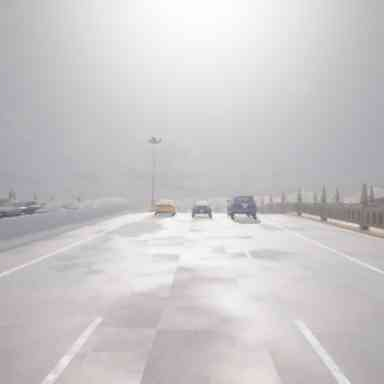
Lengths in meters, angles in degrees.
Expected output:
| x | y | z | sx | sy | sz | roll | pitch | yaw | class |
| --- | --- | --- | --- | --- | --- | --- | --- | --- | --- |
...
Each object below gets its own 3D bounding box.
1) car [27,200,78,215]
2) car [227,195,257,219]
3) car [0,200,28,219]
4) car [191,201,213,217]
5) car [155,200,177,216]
| x | y | z | sx | sy | sz | roll | pitch | yaw | class |
| --- | --- | --- | --- | --- | --- | --- | --- | --- | --- |
| -9.950 | 1.436 | 24.698 | 1.812 | 1.442 | 4.674 | 1 | 0 | 2 | car |
| 4.387 | 1.293 | 29.800 | 2.150 | 2.045 | 5.566 | 1 | 0 | 2 | car |
| -13.412 | 1.378 | 26.009 | 1.837 | 1.490 | 4.892 | 1 | 0 | 2 | car |
| 0.947 | 1.591 | 32.154 | 1.812 | 1.442 | 4.674 | 1 | -1 | 2 | car |
| -2.529 | 1.525 | 33.081 | 1.882 | 1.535 | 5.008 | 1 | -1 | 2 | car |
